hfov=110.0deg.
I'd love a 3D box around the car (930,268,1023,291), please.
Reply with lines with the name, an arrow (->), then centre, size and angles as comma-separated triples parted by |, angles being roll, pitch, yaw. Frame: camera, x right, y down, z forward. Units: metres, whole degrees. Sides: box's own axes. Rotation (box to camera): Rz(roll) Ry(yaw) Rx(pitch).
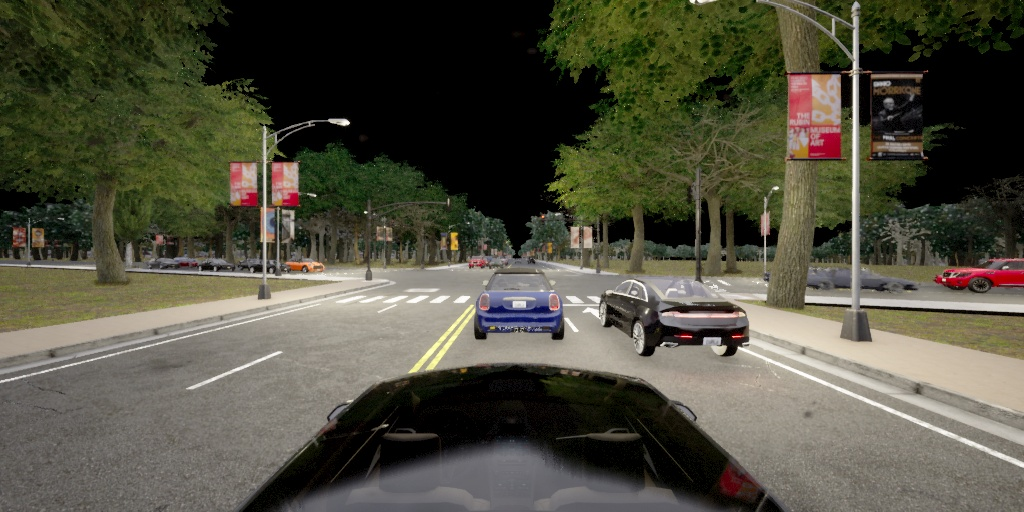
car -> 31.481, 1.537, 23.674 | 4.718, 1.301, 1.895 | 0, 0, 24

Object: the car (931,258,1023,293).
car -> 29.307, 1.153, 21.077 | 5.566, 2.045, 2.150 | 0, 0, 25

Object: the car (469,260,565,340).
car -> 0.191, 1.102, 10.136 | 2.097, 1.767, 4.553 | 0, 0, 1

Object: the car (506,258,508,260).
car -> -2.210, 1.360, 64.872 | 1.895, 1.301, 4.718 | 0, 0, 1

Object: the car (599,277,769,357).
car -> 3.428, 1.242, 8.548 | 2.128, 1.511, 4.902 | 0, 0, 0

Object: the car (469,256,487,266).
car -> -5.630, 0.979, 57.948 | 2.150, 2.045, 5.566 | 0, 0, 1

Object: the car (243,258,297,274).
car -> -25.920, 1.103, 38.368 | 5.008, 1.535, 1.882 | 0, 0, 22

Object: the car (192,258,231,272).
car -> -34.991, 1.055, 42.427 | 5.008, 1.535, 1.882 | 0, 0, 24

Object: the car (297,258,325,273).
car -> -23.633, 0.983, 40.913 | 4.553, 1.767, 2.097 | 0, 0, 24

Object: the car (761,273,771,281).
car -> 20.393, 1.478, 25.058 | 4.718, 1.301, 1.895 | 0, 0, 24

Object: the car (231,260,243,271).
car -> -31.989, 1.077, 44.644 | 4.902, 1.511, 2.128 | 0, 0, 24

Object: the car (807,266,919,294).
car -> 20.165, 1.432, 21.385 | 5.357, 1.411, 2.033 | 0, 0, 24

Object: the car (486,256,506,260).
car -> -2.401, 1.109, 55.881 | 2.097, 1.767, 4.553 | 0, 0, 1
